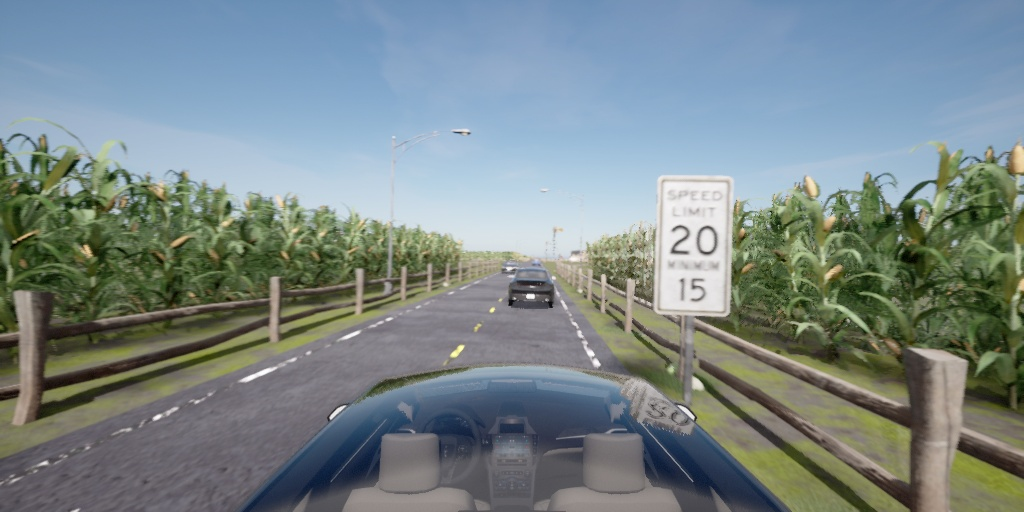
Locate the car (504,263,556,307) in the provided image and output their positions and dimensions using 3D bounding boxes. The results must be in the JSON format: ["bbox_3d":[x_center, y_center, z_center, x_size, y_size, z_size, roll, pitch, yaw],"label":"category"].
[{"bbox_3d":[0.877,1.270,15.839,1.837,1.490,4.892,2,0,4],"label":"car"}]

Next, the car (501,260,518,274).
[{"bbox_3d":[-0.121,1.218,40.573,2.128,1.511,4.902,2,0,4],"label":"car"}]
